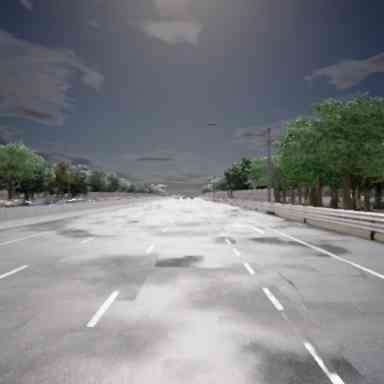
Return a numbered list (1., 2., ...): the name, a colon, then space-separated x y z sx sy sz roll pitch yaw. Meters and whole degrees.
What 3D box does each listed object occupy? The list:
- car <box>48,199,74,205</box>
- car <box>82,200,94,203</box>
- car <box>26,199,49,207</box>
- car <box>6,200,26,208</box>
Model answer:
1. car: -21.018 2.093 54.631 2.033 1.411 5.357 0 -1 1
2. car: -17.525 2.122 56.503 1.994 1.385 4.181 0 0 1
3. car: -24.519 1.893 54.280 2.097 1.767 4.553 0 -1 1
4. car: -28.007 2.087 54.103 2.033 1.411 5.357 0 0 1
